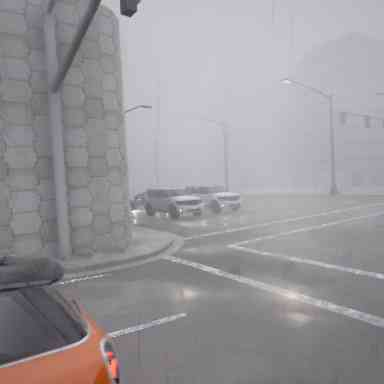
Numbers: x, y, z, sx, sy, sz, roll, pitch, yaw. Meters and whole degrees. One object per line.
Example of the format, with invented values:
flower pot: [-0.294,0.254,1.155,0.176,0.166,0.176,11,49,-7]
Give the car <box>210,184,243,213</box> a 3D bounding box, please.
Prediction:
car: [1.394,0.427,25.649,2.150,2.045,5.566,-5,3,-35]

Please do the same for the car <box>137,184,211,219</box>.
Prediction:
car: [-1.452,0.662,23.624,2.150,2.045,5.566,-5,3,-35]

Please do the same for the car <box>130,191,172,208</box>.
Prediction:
car: [-4.223,0.694,33.624,2.128,1.511,4.902,-5,3,-35]

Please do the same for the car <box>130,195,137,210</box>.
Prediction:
car: [-6.873,1.002,31.325,1.994,1.385,4.181,-5,3,-35]

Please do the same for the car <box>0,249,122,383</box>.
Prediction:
car: [-2.739,1.355,1.995,4.553,1.767,2.097,0,0,-35]
